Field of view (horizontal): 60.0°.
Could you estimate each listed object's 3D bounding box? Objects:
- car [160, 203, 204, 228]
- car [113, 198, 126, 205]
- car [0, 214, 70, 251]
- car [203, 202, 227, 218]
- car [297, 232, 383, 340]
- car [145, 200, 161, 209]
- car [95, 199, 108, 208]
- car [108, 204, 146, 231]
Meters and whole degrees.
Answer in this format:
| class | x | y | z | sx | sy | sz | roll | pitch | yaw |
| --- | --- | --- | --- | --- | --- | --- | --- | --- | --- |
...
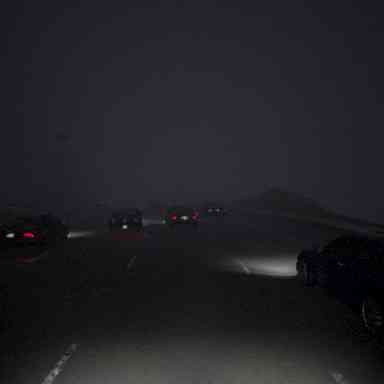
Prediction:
| class | x | y | z | sx | sy | sz | roll | pitch | yaw |
| --- | --- | --- | --- | --- | --- | --- | --- | --- | --- |
| car | -0.820 | 1.634 | 22.772 | 2.033 | 1.411 | 5.357 | -1 | 0 | -8 |
| car | -13.596 | 1.865 | 62.310 | 2.128 | 1.511 | 4.902 | 0 | 0 | -20 |
| car | -6.989 | 1.683 | 14.824 | 2.033 | 1.411 | 5.357 | -1 | 0 | -7 |
| car | 1.727 | 1.630 | 31.070 | 2.033 | 1.411 | 5.357 | -1 | 0 | -11 |
| car | 3.587 | 1.503 | 6.411 | 1.812 | 1.442 | 4.674 | 0 | 0 | -2 |
| car | -5.821 | 1.837 | 49.537 | 1.895 | 1.301 | 4.718 | -1 | 0 | -16 |
| car | -14.782 | 1.855 | 54.629 | 2.128 | 1.511 | 4.902 | 0 | 0 | -18 |
| car | -4.170 | 1.724 | 21.432 | 1.895 | 1.301 | 4.718 | -1 | 0 | -7 |
